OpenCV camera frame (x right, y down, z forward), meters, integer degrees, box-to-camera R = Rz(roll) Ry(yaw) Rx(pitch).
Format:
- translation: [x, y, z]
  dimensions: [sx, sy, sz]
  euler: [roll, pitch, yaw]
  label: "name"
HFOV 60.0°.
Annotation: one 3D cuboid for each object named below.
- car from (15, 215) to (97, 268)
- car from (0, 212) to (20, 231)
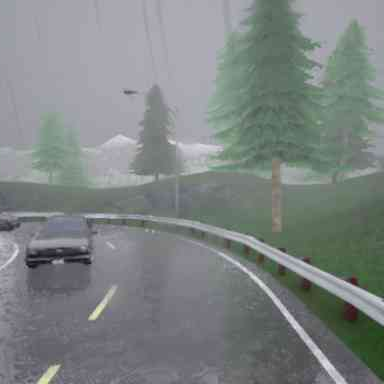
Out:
- translation: [-4.405, 1.545, 11.735]
  dimensions: [2.033, 1.411, 5.357]
  euler: [0, 0, -16]
  label: "car"
- translation: [-12.094, 1.535, 18.692]
  dimensions: [4.892, 1.490, 1.837]
  euler: [0, 0, 10]
  label: "car"
